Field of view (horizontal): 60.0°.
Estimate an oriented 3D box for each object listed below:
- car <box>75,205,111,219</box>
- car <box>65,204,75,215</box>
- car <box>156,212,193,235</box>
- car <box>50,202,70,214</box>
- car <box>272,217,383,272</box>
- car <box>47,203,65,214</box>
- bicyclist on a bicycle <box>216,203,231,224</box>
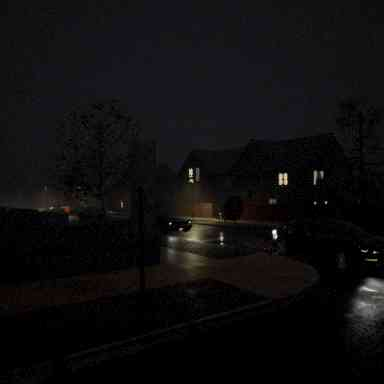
[{"bbox_3d":[-9.795,2.234,33.320,1.882,1.535,5.008,-1,-1,-35],"label":"car"},{"bbox_3d":[-15.694,2.599,46.682,2.033,1.411,5.357,-1,-1,-35],"label":"car"},{"bbox_3d":[-1.954,2.037,22.309,1.895,1.301,4.718,-1,-1,-35],"label":"car"},{"bbox_3d":[-22.122,2.667,55.702,2.097,1.767,4.553,-1,-1,-36],"label":"car"},{"bbox_3d":[4.723,1.649,11.529,1.837,1.490,4.892,0,-2,-21],"label":"car"},{"bbox_3d":[-18.739,2.689,46.031,1.994,1.385,4.181,-1,-1,-35],"label":"car"},{"bbox_3d":[2.522,1.659,26.096,1.656,1.620,0.582,-1,0,-35],"label":"bicyclist on a bicycle"}]
